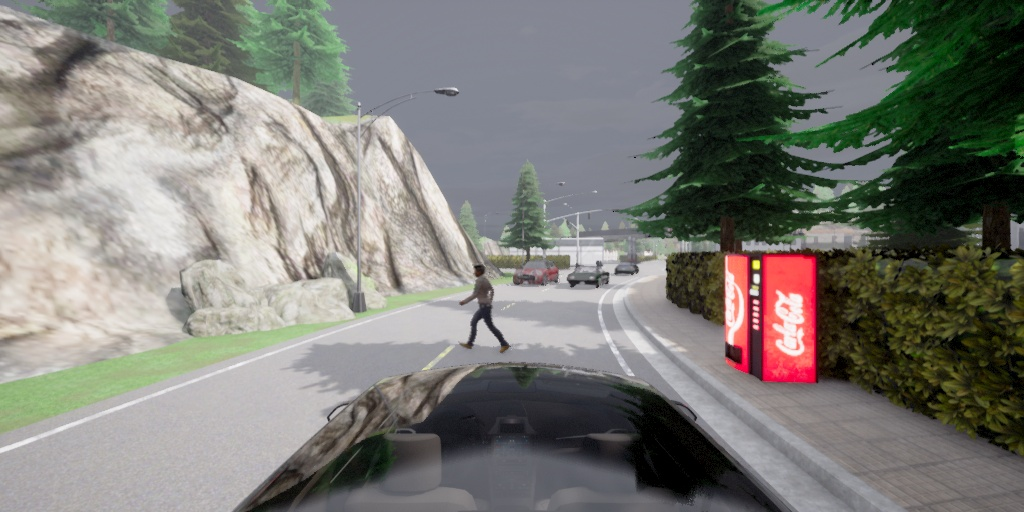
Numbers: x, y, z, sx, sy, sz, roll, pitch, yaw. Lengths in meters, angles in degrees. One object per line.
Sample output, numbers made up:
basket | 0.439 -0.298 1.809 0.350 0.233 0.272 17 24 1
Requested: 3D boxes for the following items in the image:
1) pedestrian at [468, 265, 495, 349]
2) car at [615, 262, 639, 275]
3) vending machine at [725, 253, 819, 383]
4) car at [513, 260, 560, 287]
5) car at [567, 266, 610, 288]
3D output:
pedestrian | -0.616 1.041 7.366 0.375 1.860 0.375 0 0 7
car | 12.272 1.294 38.146 1.994 1.385 4.181 0 0 28
vending machine | 4.104 0.943 5.772 1.100 2.100 0.880 0 0 6
car | 1.752 1.089 24.756 2.097 1.767 4.553 0 0 23
car | 5.169 1.339 23.623 1.895 1.301 4.718 0 0 25
